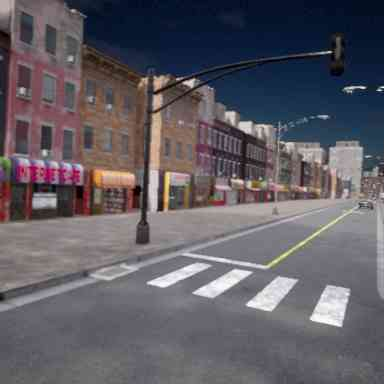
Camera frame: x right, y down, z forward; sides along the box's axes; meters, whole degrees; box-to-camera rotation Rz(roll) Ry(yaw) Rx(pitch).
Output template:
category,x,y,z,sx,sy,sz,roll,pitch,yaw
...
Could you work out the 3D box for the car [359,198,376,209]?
category,x,y,z,sx,sy,sz,roll,pitch,yaw
car,25.579,1.674,48.778,2.128,1.511,4.902,3,1,29
